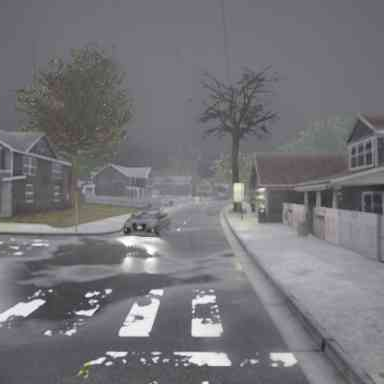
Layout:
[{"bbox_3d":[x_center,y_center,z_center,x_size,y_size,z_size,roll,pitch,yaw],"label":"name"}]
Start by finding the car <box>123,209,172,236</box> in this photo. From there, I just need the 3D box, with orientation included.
[{"bbox_3d":[-2.444,1.666,19.191,1.994,1.385,4.181,0,0,8],"label":"car"}]
